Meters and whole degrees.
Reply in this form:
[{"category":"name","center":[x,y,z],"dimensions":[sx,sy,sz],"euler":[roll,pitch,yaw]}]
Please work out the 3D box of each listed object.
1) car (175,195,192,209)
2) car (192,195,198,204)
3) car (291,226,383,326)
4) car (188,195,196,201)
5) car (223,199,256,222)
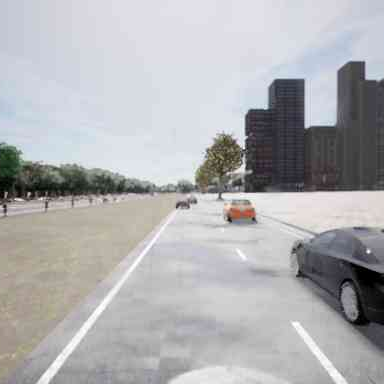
[{"category":"car","center":[-1.213,1.434,44.003],"dimensions":[1.812,1.442,4.674],"euler":[0,0,0]},{"category":"car","center":[0.017,1.469,61.171],"dimensions":[1.994,1.385,4.181],"euler":[0,0,0]},{"category":"car","center":[3.603,1.459,7.066],"dimensions":[1.882,1.535,5.008],"euler":[0,0,0]},{"category":"car","center":[0.023,1.428,80.211],"dimensions":[2.033,1.411,5.357],"euler":[0,0,0]},{"category":"car","center":[3.608,1.287,25.895],"dimensions":[2.097,1.767,4.553],"euler":[0,0,0]}]
